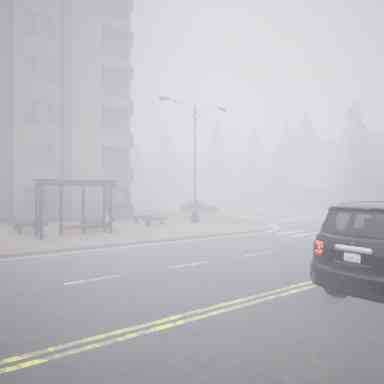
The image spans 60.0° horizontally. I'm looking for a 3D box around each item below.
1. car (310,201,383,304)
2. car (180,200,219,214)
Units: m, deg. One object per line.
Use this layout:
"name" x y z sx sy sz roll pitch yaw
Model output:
"car" 4.921 1.219 7.266 5.566 2.045 2.150 0 0 -36
"car" 0.748 1.540 34.914 1.895 1.301 4.718 0 0 -36
